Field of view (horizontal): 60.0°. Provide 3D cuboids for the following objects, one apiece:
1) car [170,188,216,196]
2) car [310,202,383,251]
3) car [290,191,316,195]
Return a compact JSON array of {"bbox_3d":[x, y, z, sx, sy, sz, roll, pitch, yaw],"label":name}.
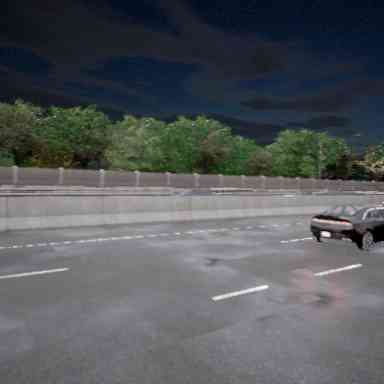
[{"bbox_3d":[0.020,0.397,29.598,4.553,1.767,2.097,0,2,-35],"label":"car"},{"bbox_3d":[6.567,1.234,12.740,4.902,1.511,2.128,0,2,-35],"label":"car"},{"bbox_3d":[12.704,0.622,38.477,5.357,1.411,2.033,0,2,-35],"label":"car"}]
